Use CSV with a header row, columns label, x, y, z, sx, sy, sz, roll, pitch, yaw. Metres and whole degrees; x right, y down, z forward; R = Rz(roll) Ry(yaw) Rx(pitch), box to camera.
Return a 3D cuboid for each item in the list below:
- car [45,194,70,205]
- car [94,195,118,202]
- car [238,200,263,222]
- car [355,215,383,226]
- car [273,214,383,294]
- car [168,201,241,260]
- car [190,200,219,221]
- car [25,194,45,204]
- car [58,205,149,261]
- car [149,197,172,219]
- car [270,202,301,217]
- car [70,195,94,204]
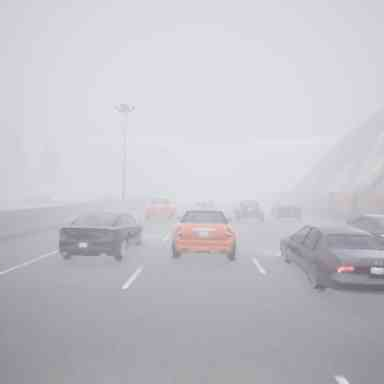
label,x,y,z,sx,sy,sz,roll,pitch,yaw
car,-19.275,1.083,49.138,1.812,1.442,4.674,1,0,3
car,-12.285,1.172,48.871,1.882,1.535,5.008,1,0,3
car,4.548,1.403,27.498,2.097,1.767,4.553,1,0,3
car,7.520,1.654,13.628,1.812,1.442,4.674,1,0,3
car,3.814,1.610,9.120,2.033,1.411,5.357,1,0,3
car,0.476,1.343,12.676,2.097,1.767,4.553,1,0,3
car,1.064,1.475,27.981,2.128,1.511,4.902,1,0,3
car,-22.769,0.966,49.210,1.882,1.535,5.008,1,0,3
car,-3.052,1.402,12.126,1.882,1.535,5.008,1,0,3
car,-2.445,1.266,27.776,2.097,1.767,4.553,1,0,3
car,8.125,1.597,29.239,1.882,1.535,5.008,1,0,3
car,-15.780,1.151,49.033,1.812,1.442,4.674,1,0,3
